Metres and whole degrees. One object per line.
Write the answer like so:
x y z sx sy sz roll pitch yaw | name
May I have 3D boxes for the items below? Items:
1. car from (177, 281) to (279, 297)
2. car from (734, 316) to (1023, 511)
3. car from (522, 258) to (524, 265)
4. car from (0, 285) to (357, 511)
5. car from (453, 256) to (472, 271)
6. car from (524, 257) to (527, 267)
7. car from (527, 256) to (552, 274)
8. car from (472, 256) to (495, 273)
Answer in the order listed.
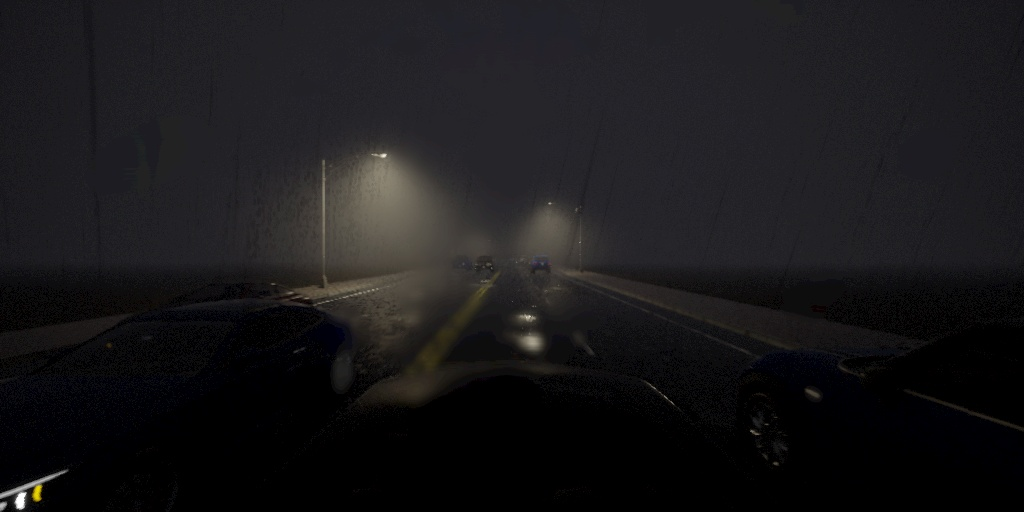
-6.594 1.315 8.480 1.994 1.385 4.181 0 0 0 | car
3.350 1.102 1.860 2.097 1.767 4.553 0 0 0 | car
3.271 1.239 63.136 1.837 1.490 4.892 0 0 0 | car
-3.348 1.276 3.923 1.812 1.442 4.674 0 0 0 | car
-6.544 0.961 48.712 2.150 2.045 5.566 0 0 1 | car
3.267 1.231 52.136 2.128 1.511 4.902 0 0 0 | car
3.264 0.964 41.166 2.150 2.045 5.566 0 0 0 | car
-3.304 0.964 44.902 2.150 2.045 5.566 0 0 0 | car
